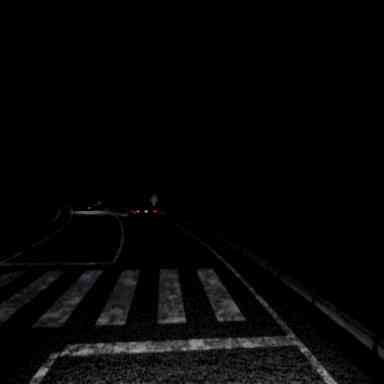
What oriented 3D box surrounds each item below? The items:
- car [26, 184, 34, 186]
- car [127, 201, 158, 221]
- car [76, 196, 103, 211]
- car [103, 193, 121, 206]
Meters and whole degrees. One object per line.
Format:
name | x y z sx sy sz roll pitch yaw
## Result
car | -33.337 -1.347 69.243 1.994 1.385 4.181 2 2 -38
car | -3.982 1.399 26.084 2.033 1.411 5.357 1 1 -17
car | -11.034 1.097 34.811 2.033 1.411 5.357 1 1 -23
car | -10.198 0.913 41.598 2.128 1.511 4.902 1 1 -26
